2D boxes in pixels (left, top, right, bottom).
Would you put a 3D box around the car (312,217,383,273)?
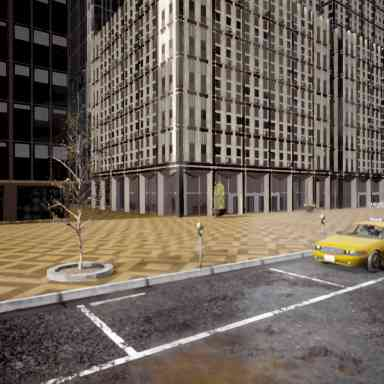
[{"bbox_3d":[5.799,1.526,10.687,4.829,1.417,1.752,0,0,-35],"label":"car"}]
